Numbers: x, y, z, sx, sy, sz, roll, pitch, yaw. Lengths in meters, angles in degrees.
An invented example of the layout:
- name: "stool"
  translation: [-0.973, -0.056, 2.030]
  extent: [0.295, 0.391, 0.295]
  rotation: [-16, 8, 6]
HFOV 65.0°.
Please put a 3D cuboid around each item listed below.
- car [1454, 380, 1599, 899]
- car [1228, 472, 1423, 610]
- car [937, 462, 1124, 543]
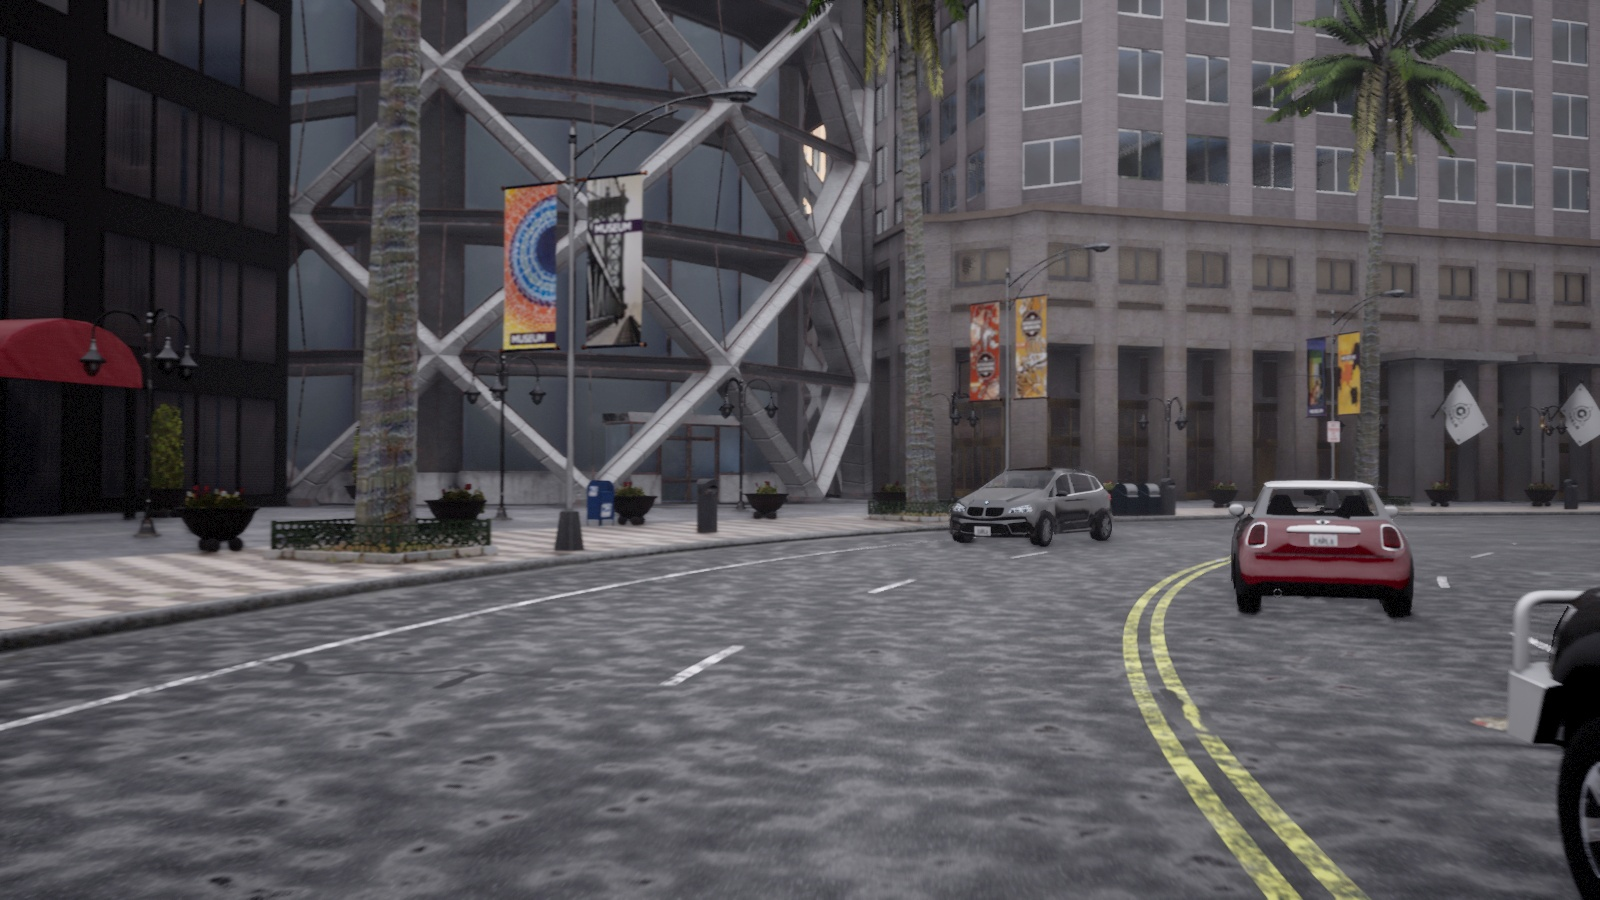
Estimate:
- name: "car"
  translation: [3.573, 0.667, 2.816]
  extent: [1.932, 1.855, 4.605]
  rotation: [0, -1, 2]
- name: "car"
  translation: [6.393, 1.021, 15.629]
  extent: [1.970, 1.475, 3.806]
  rotation: [-1, -1, 19]
- name: "car"
  translation: [5.255, 1.115, 28.235]
  extent: [2.242, 1.667, 4.611]
  rotation: [-1, -1, 38]
